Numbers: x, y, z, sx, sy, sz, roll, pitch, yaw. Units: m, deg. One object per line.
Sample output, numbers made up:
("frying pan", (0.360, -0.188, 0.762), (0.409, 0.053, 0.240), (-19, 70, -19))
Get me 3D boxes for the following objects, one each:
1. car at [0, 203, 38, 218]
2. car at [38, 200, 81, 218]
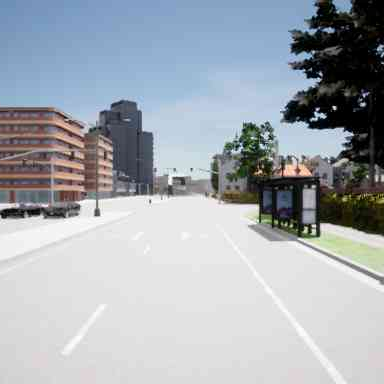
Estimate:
("car", (-15.000, 1.653, 29.720), (1.895, 1.301, 4.718), (0, 0, 0))
("car", (-11.500, 1.510, 29.750), (1.882, 1.535, 5.008), (0, 0, 0))
